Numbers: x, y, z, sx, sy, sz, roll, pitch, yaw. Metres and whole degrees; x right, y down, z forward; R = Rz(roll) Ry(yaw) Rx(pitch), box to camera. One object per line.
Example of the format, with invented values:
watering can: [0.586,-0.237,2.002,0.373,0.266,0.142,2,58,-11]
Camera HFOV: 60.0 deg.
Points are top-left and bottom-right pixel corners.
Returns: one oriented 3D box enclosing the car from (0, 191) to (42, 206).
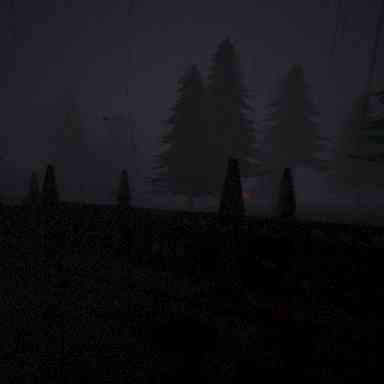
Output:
car: [-16.624,0.640,33.399,2.128,1.511,4.902,2,1,37]

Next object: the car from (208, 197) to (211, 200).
car: [4.693,0.885,55.453,1.895,1.301,4.718,2,1,37]

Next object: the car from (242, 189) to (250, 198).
car: [10.944,0.515,63.667,2.150,2.045,5.566,2,1,38]
